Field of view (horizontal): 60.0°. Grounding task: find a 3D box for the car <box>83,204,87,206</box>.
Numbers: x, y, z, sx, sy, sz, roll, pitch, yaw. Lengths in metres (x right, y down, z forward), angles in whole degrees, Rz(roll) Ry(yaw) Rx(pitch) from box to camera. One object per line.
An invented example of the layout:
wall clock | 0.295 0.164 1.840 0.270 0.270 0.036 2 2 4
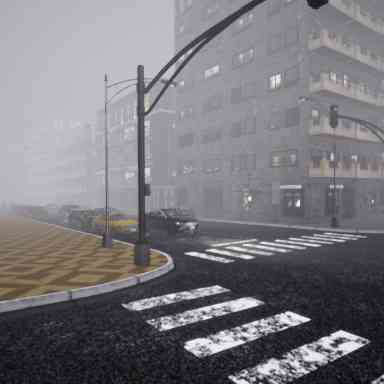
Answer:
car | -7.288 1.994 28.607 2.033 1.411 5.357 -1 -1 -37

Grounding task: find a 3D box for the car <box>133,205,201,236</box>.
car | -1.433 1.775 20.631 2.128 1.511 4.902 -1 -1 -36

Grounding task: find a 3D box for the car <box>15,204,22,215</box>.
car | -21.592 2.393 43.700 1.802 1.307 4.206 -2 0 -36

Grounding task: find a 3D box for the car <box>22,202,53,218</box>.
car | -18.247 2.262 39.142 1.887 1.381 4.507 -2 0 -36

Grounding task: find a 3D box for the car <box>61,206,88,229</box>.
car | -8.209 2.002 25.470 1.947 1.339 4.313 -2 0 -36

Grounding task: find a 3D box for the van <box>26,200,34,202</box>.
van | -41.613 2.832 85.121 1.690 1.788 3.998 -2 0 -36

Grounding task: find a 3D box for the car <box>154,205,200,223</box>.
car | -1.455 1.916 30.430 2.008 1.369 4.403 -2 0 -36

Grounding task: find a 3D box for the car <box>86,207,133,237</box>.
car | -4.764 1.865 20.776 1.752 1.417 4.829 -2 0 -36

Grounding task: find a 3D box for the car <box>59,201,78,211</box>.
car | -21.534 2.367 57.775 1.967 1.590 4.097 -2 0 -36

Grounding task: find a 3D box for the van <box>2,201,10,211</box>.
van | -31.636 2.433 57.372 1.690 1.788 3.998 -2 0 -36

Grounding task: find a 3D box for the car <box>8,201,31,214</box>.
car | -24.939 2.449 48.257 1.887 1.381 4.507 -2 0 -36

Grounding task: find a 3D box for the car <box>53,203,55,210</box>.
car | -23.805 2.518 56.526 1.994 1.385 4.181 -1 -1 -37

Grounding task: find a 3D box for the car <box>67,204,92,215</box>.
car | -15.228 2.314 44.837 1.895 1.301 4.718 -1 -1 -36

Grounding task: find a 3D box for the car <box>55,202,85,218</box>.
car | -13.241 2.118 36.738 1.837 1.490 4.892 -1 -1 -36
